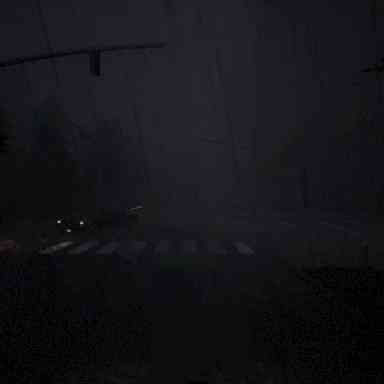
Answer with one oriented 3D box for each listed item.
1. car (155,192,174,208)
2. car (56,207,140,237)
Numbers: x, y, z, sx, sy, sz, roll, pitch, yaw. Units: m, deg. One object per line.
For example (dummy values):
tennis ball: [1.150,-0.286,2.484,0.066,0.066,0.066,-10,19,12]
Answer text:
car: [-3.638,1.100,44.539,2.150,2.045,5.566,0,2,0]
car: [-4.873,1.516,17.800,1.895,1.301,4.718,0,0,26]
